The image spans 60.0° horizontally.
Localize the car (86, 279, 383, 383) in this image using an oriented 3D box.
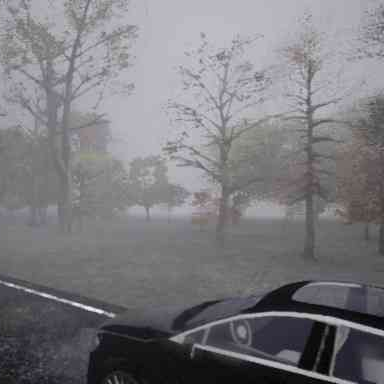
[{"bbox_3d":[1.092,1.590,2.964,4.902,1.511,2.128,-1,-3,35],"label":"car"}]
